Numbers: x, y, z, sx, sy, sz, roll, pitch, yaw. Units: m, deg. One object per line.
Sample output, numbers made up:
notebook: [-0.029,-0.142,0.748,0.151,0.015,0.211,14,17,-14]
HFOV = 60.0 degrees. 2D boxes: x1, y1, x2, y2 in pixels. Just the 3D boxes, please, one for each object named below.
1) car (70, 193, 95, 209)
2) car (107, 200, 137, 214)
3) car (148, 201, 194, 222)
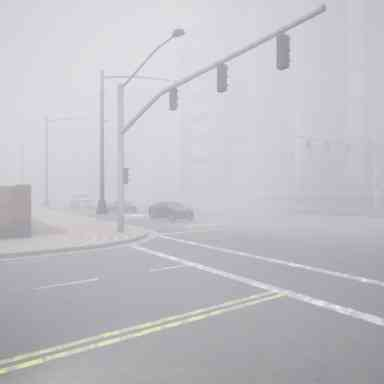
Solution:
car: [-15.405,1.223,46.564,2.150,2.045,5.566,0,0,-34]
car: [-7.383,1.566,35.062,1.994,1.385,4.181,0,0,-35]
car: [-1.747,1.480,27.034,1.882,1.535,5.008,0,0,-35]
